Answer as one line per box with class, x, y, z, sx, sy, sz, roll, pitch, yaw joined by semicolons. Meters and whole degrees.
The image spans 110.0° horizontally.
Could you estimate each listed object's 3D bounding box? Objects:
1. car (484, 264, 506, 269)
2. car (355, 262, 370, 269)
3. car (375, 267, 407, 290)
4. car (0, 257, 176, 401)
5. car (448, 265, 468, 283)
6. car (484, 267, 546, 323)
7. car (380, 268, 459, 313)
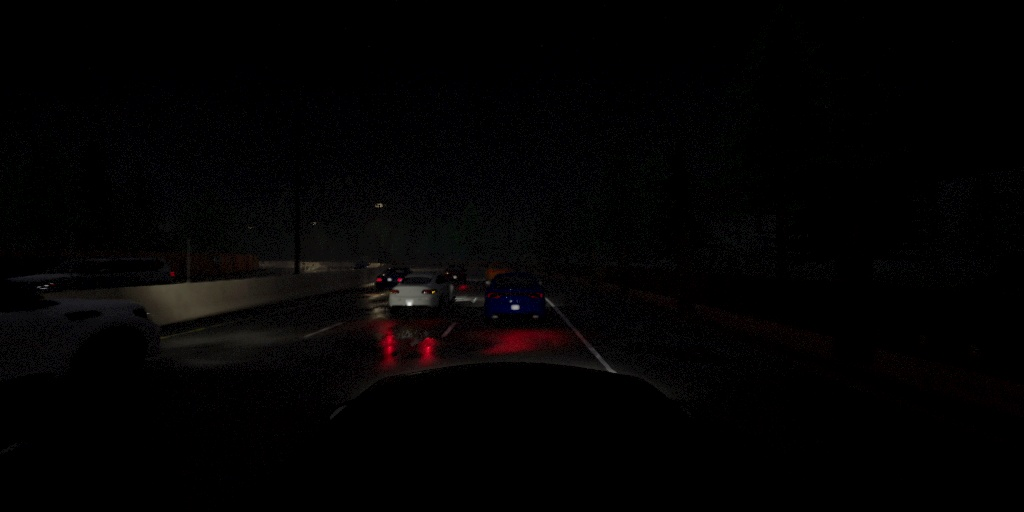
car;-1.314;1.440;30.890;1.882;1.535;5.008;0;0;-8
car;-22.926;1.652;54.775;1.882;1.535;5.008;0;0;-25
car;-7.421;1.457;23.575;2.033;1.411;5.357;0;0;-5
car;-6.899;0.985;3.533;2.150;2.045;5.566;0;0;0
car;-4.780;1.485;30.379;1.812;1.442;4.674;0;0;-8
car;0.072;1.307;12.584;1.882;1.535;5.008;0;0;-1
car;-3.462;1.368;14.322;1.812;1.442;4.674;0;0;-1
